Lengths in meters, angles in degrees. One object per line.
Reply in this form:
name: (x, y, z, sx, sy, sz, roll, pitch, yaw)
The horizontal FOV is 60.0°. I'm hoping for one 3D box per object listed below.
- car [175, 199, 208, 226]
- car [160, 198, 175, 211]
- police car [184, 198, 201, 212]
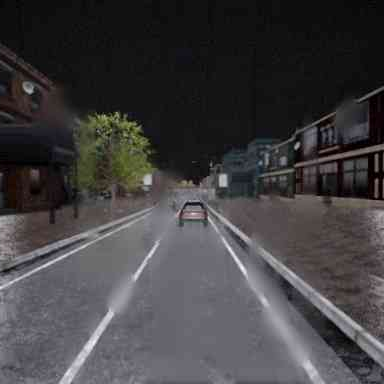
car: (0.094, 1.487, 23.770, 2.033, 1.649, 4.856, 0, 0, 0)
car: (-3.095, 1.600, 43.209, 2.128, 1.511, 4.902, 0, 0, 0)
police car: (0.091, 1.611, 41.824, 2.038, 1.542, 4.974, 0, 0, 0)
